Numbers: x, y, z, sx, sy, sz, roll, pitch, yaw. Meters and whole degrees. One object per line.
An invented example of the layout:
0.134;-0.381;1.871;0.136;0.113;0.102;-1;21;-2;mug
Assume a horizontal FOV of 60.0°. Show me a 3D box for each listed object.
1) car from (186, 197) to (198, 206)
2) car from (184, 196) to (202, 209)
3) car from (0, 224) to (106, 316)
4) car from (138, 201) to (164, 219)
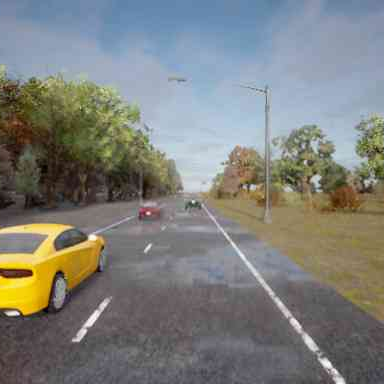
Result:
-0.001;1.501;53.410;1.994;1.385;4.181;0;0;0;car
0.105;1.302;43.300;2.097;1.767;4.553;0;0;-2;car
-3.402;1.468;7.614;1.882;1.535;5.008;0;0;0;car
-3.401;1.491;28.221;1.812;1.442;4.674;0;0;0;car
